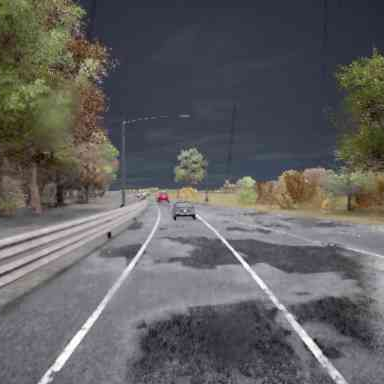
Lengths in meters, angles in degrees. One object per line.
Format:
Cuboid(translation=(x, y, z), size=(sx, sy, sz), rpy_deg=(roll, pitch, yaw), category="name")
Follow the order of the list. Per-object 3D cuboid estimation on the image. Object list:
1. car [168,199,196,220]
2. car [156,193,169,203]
Cuboid(translation=(-0.774, 1.546, 28.598), size=(2.033, 1.411, 5.357), rpy_deg=(0, 0, -6), category="car")
Cuboid(translation=(-6.054, 1.125, 67.760), size=(2.150, 2.045, 5.566), rpy_deg=(0, 0, -11), category="car")
